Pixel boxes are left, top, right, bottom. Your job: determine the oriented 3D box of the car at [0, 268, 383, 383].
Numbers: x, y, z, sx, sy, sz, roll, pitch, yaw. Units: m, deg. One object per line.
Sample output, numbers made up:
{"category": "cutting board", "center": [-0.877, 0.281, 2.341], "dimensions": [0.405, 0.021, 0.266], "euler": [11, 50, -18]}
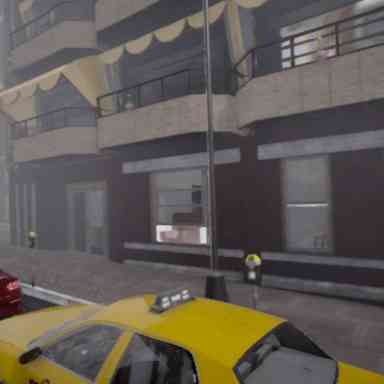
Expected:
{"category": "car", "center": [-0.387, 1.548, 3.022], "dimensions": [4.829, 1.417, 1.752], "euler": [-1, -2, 36]}
